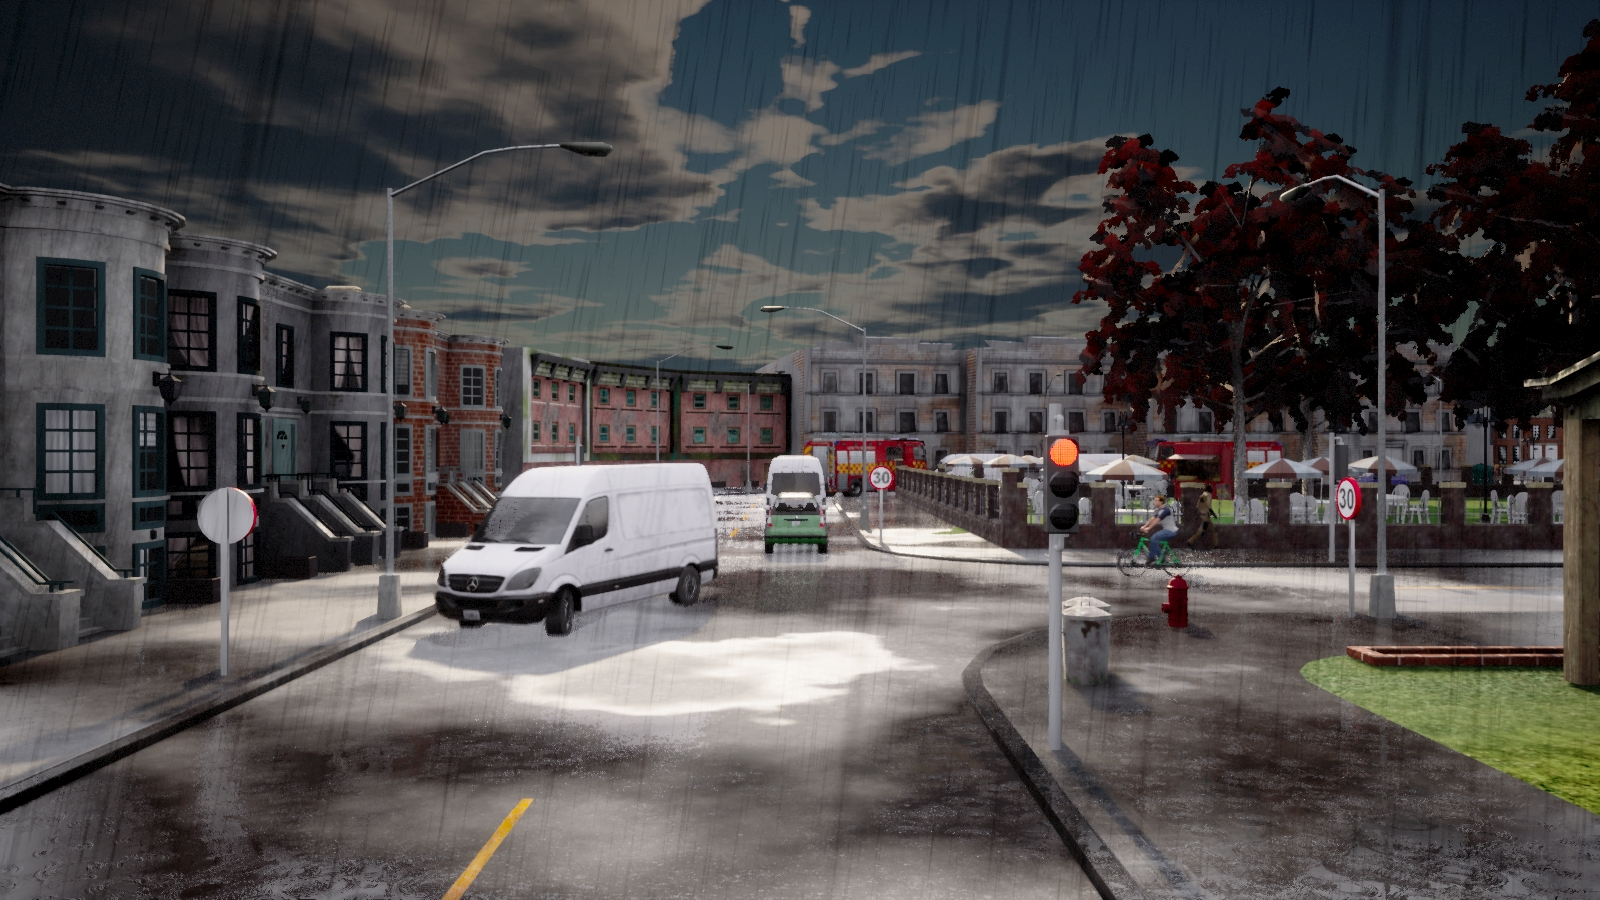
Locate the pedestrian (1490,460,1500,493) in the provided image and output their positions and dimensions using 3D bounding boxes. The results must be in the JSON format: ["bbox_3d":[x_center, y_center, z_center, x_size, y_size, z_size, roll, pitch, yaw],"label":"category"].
[{"bbox_3d":[40.031,1.524,65.806,0.375,1.860,0.375,0,0,2],"label":"pedestrian"}]

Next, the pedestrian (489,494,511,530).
[{"bbox_3d":[-9.259,1.904,35.284,0.500,1.100,0.500,0,0,8],"label":"pedestrian"}]

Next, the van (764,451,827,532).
[{"bbox_3d":[-0.147,1.315,39.074,1.988,2.561,5.915,0,0,0],"label":"van"}]

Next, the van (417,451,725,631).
[{"bbox_3d":[-3.589,1.314,19.415,1.988,2.561,5.915,-1,0,25],"label":"van"}]

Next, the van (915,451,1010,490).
[{"bbox_3d":[10.550,1.314,74.428,5.915,2.561,1.988,0,0,0],"label":"van"}]

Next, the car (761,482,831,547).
[{"bbox_3d":[-0.119,1.779,32.373,1.851,1.617,3.988,0,0,0],"label":"car"}]

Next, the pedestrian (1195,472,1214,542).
[{"bbox_3d":[10.820,1.517,30.555,0.375,1.860,0.375,0,0,0],"label":"pedestrian"}]

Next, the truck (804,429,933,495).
[{"bbox_3d":[4.295,0.672,70.228,8.468,3.827,2.891,0,0,-43],"label":"truck"}]
